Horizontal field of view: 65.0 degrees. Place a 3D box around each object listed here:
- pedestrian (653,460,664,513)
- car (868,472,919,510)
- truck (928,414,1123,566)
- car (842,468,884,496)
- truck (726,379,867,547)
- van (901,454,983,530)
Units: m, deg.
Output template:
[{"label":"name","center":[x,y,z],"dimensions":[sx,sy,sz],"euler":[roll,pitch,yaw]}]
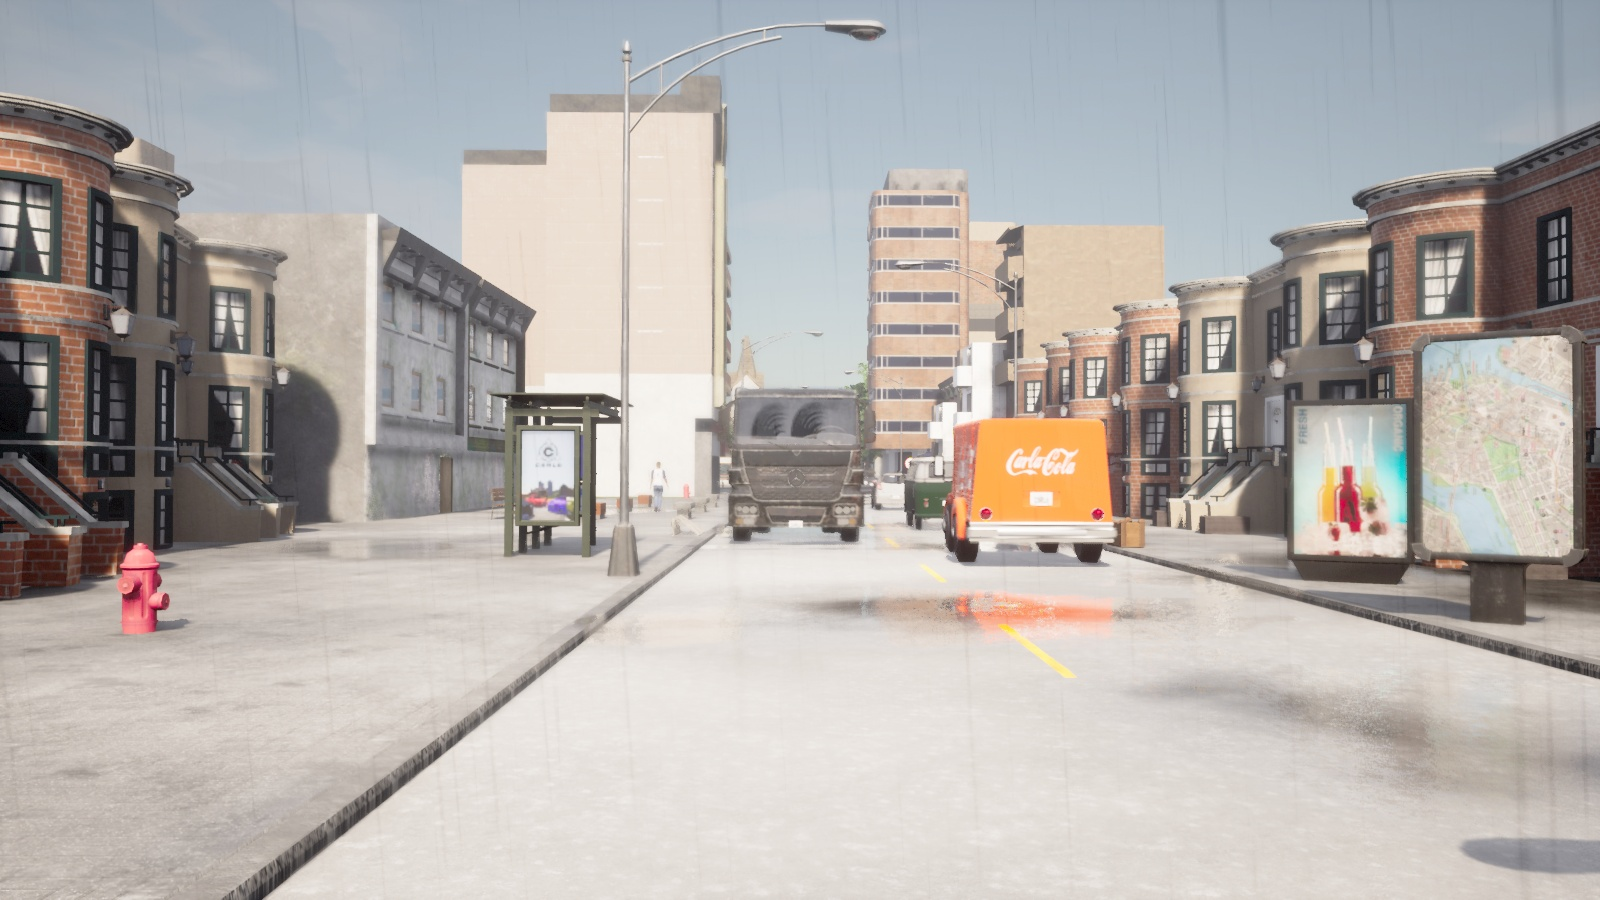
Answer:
[{"label":"pedestrian","center":[-5.000,1.287,44.358],"dimensions":[0.354,1.836,0.706],"euler":[0,-1,-2]},{"label":"car","center":[3.857,1.688,52.231],"dimensions":[1.845,1.501,3.633],"euler":[0,-1,0]},{"label":"truck","center":[3.939,0.699,23.077],"dimensions":[2.627,2.467,5.204],"euler":[0,-1,0]},{"label":"car","center":[3.757,1.908,75.469],"dimensions":[2.242,1.667,4.611],"euler":[0,-1,0]},{"label":"truck","center":[-0.081,0.333,29.841],"dimensions":[2.891,3.462,7.936],"euler":[0,-1,0]},{"label":"van","center":[3.909,1.140,35.133],"dimensions":[1.775,1.987,4.442],"euler":[0,-1,0]}]
